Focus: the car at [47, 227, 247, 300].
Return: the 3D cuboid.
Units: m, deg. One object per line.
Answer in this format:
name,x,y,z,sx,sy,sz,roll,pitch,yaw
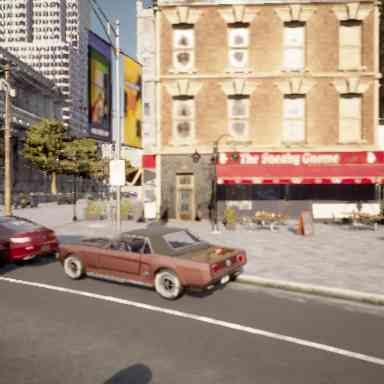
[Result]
car,-1.191,1.535,8.194,4.718,1.301,1.895,0,1,32
